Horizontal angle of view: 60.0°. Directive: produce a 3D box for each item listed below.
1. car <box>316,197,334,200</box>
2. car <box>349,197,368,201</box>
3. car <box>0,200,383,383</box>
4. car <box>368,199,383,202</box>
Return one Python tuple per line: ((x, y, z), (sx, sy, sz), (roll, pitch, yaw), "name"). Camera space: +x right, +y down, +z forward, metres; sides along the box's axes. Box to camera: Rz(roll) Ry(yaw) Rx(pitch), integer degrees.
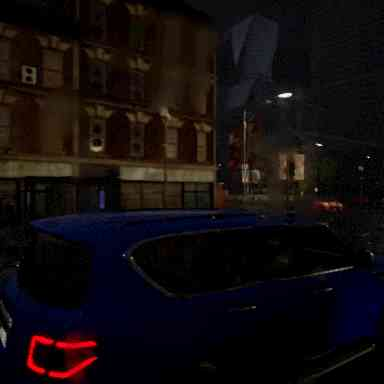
((15.864, 1.423, 39.005), (2.097, 1.767, 4.553), (0, 0, 2), "car")
((27.836, 1.629, 55.374), (2.002, 1.452, 4.674), (0, 0, -16), "car")
((0.677, 1.227, 4.229), (5.566, 2.045, 2.150), (0, 0, -36), "car")
((29.149, 1.700, 49.796), (1.895, 1.301, 4.718), (0, 0, -6), "car")
